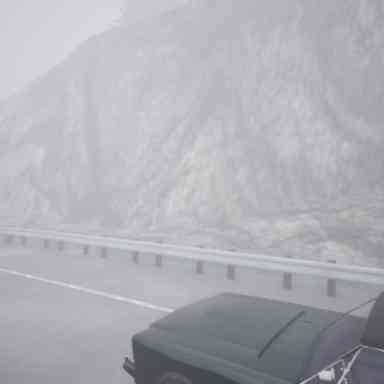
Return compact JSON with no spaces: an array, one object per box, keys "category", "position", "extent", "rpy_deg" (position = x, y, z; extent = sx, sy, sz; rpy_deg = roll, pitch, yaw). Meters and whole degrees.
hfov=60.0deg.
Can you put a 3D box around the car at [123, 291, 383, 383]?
[{"category":"car","position":[1.649,1.594,2.731],"extent":[4.718,1.301,1.895],"rpy_deg":[0,0,35]}]
